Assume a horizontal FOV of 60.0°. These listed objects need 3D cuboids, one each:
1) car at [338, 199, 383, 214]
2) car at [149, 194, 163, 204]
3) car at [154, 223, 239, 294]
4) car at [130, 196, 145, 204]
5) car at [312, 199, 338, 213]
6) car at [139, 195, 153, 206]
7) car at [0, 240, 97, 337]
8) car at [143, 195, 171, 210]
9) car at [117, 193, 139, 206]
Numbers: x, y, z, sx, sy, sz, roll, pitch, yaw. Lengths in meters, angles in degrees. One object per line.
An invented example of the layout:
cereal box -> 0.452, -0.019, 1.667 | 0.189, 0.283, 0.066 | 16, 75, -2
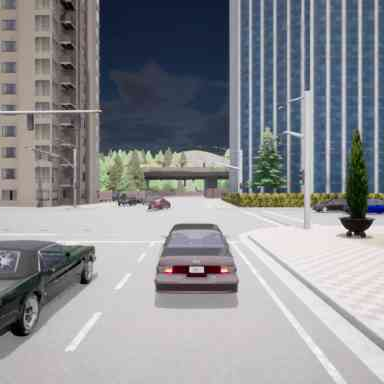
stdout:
car -> 17.628, 1.477, 33.014 | 5.008, 1.535, 1.882 | 0, 0, 0
car -> -6.899, 1.351, 63.716 | 2.097, 1.767, 4.553 | 0, 0, 1
car -> 0.096, 1.547, 8.943 | 2.033, 1.411, 5.357 | 0, 0, 0
car -> -10.394, 1.546, 64.101 | 2.033, 1.411, 5.357 | 0, 0, 1
car -> 15.677, 1.504, 36.499 | 4.892, 1.490, 1.837 | 0, 0, 0
car -> -6.959, 1.351, 54.827 | 2.097, 1.767, 4.553 | 0, 0, 0
car -> -3.423, 1.601, 6.606 | 1.895, 1.301, 4.718 | 0, 0, 1
car -> -4.127, 1.525, 41.885 | 1.812, 1.442, 4.674 | 0, 0, 14
car -> -10.466, 1.220, 53.861 | 2.150, 2.045, 5.566 | 0, 0, 0
